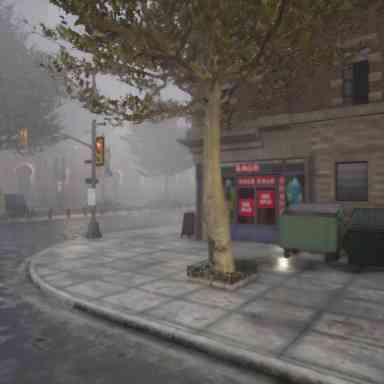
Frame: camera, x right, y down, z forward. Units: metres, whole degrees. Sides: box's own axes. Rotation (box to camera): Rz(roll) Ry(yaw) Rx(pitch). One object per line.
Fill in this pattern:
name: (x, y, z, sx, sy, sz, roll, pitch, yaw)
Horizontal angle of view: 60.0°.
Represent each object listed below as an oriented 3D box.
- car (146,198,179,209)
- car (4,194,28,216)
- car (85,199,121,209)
car: (-3.924, 1.550, 45.000, 2.033, 1.411, 5.357, 0, 0, 36)
car: (-16.624, 1.224, 27.613, 2.150, 2.045, 5.566, 0, 0, 36)
car: (-12.037, 1.598, 45.166, 1.895, 1.301, 4.718, 0, 0, 36)
